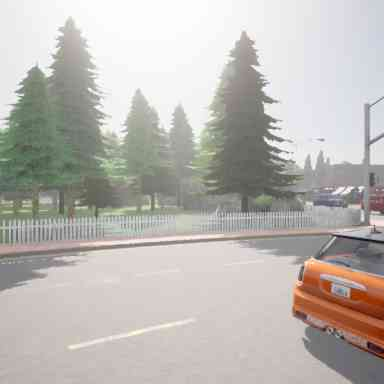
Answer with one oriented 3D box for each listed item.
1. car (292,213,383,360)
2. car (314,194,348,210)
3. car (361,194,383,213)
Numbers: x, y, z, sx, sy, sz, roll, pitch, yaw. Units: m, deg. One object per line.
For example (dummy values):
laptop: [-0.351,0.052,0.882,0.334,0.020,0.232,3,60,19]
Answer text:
car: [3.926,1.352,5.437,4.553,1.767,2.097,0,0,-26]
car: [17.968,1.277,43.464,2.150,2.045,5.566,0,0,-8]
car: [19.339,1.277,33.199,2.150,2.045,5.566,0,0,-8]
